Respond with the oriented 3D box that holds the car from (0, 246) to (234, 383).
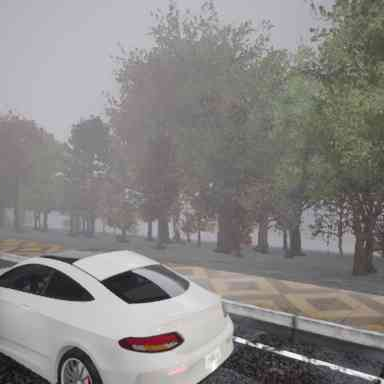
[{"bbox_3d":[-1.669,1.525,4.740,4.674,1.442,1.812,0,0,35],"label":"car"}]
